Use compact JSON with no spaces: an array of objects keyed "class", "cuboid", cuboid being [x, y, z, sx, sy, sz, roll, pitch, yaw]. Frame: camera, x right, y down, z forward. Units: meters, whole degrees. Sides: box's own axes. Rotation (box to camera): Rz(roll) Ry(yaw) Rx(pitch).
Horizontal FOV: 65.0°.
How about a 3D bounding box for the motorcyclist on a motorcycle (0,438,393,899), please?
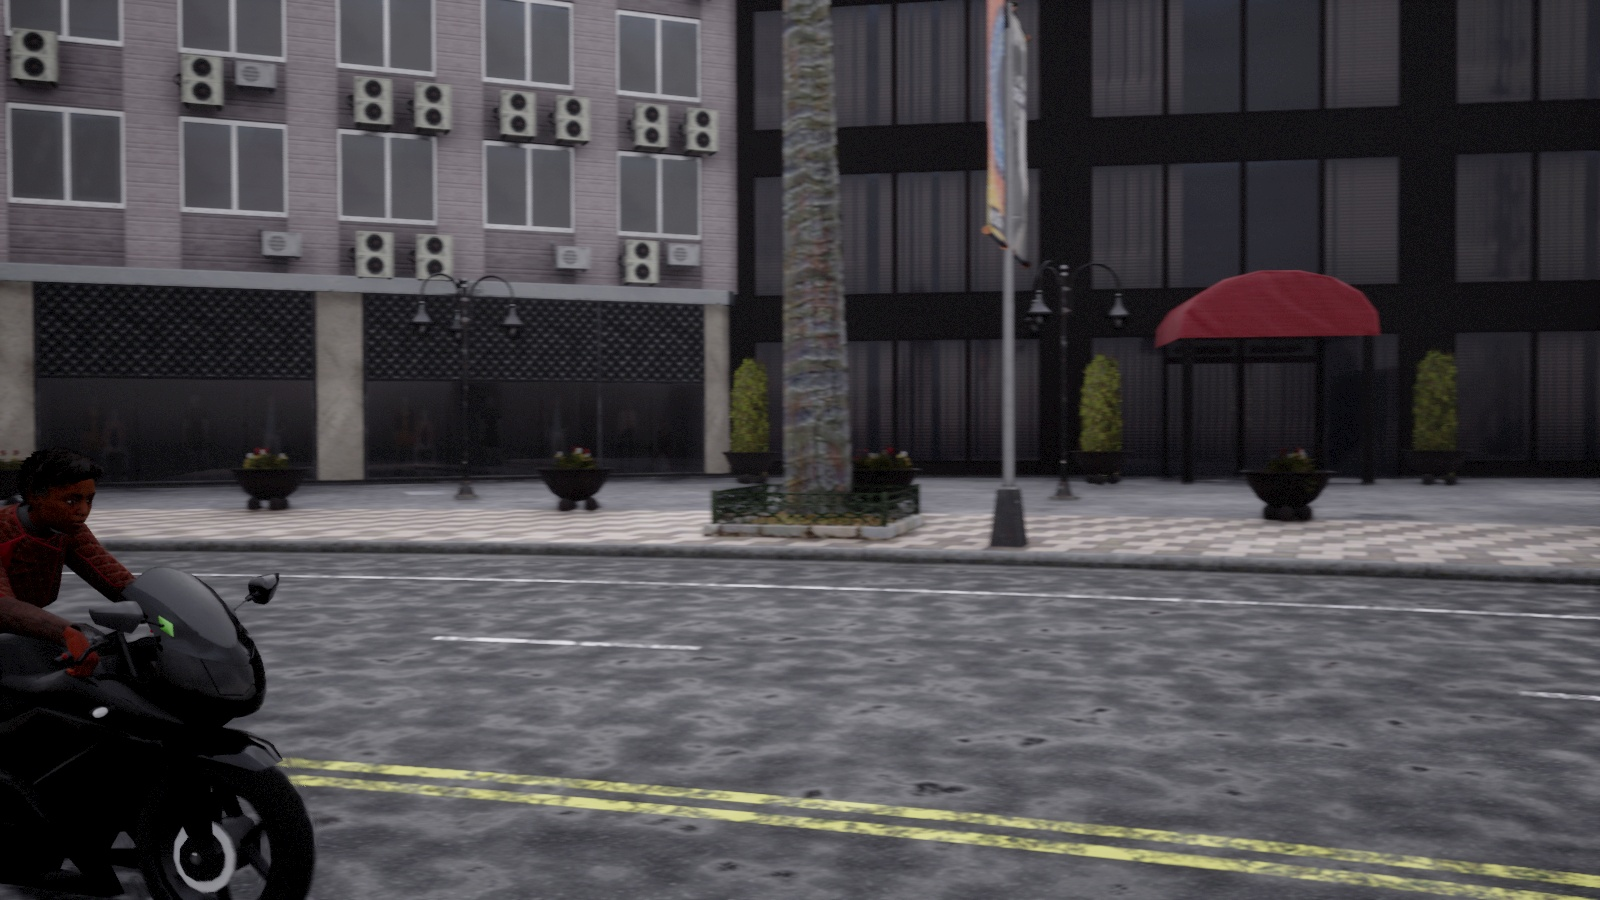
[{"class":"motorcyclist on a motorcycle","cuboid":[-2.418,0.732,3.949,2.044,1.523,0.797,0,1,14]}]
